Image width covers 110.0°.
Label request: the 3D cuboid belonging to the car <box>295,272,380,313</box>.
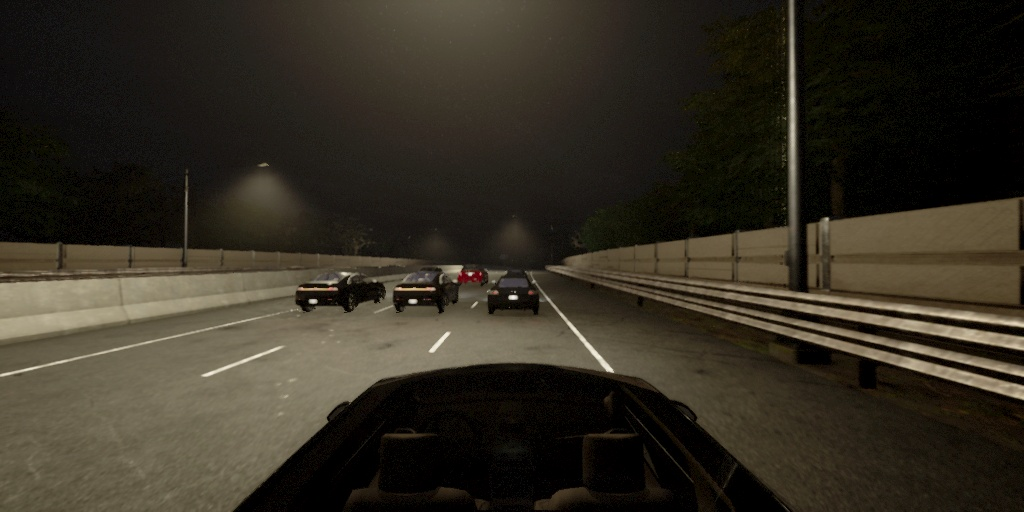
[{"bbox_3d":[-6.914,1.407,14.980,2.128,1.511,4.902,0,-1,1],"label":"car"}]

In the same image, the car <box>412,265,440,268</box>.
[{"bbox_3d":[-6.655,1.645,29.925,1.837,1.490,4.892,0,0,2],"label":"car"}]

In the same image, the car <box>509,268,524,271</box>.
[{"bbox_3d":[0.343,1.698,29.697,1.994,1.385,4.181,0,-1,2],"label":"car"}]

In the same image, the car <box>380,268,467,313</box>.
[{"bbox_3d":[-3.414,1.407,14.946,2.128,1.511,4.902,0,-1,1],"label":"car"}]

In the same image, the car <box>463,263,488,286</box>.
[{"bbox_3d":[-3.159,1.486,29.763,2.097,1.767,4.553,0,-1,2],"label":"car"}]

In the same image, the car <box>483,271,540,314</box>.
[{"bbox_3d":[0.084,1.476,14.810,1.994,1.385,4.181,0,-1,1],"label":"car"}]
